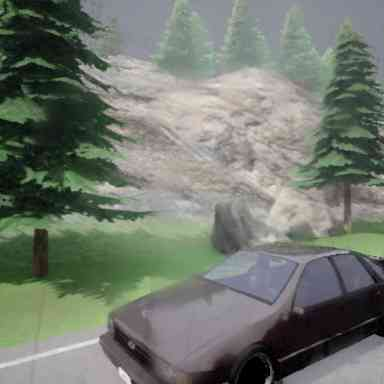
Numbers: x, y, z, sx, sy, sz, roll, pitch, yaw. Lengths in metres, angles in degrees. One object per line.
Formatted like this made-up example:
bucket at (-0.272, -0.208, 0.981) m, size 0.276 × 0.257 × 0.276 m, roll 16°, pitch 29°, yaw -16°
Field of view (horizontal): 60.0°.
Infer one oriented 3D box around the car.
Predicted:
car at (1.469, 1.538, 5.024) m, size 5.357 × 1.411 × 2.033 m, roll 0°, pitch 0°, yaw -35°
